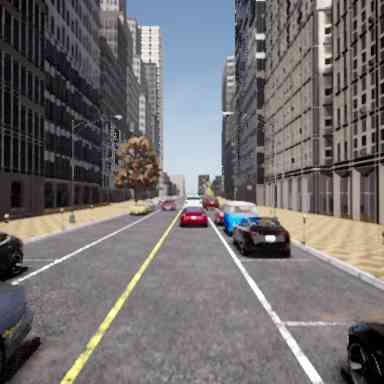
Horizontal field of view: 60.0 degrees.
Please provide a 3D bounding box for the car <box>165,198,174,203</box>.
[{"bbox_3d":[-5.571,2.043,81.895,1.802,1.307,4.206,0,0,0],"label":"car"}]

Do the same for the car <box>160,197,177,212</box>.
[{"bbox_3d":[-3.027,1.789,43.951,1.812,1.442,4.674,0,0,0],"label":"car"}]

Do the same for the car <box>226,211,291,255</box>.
[{"bbox_3d":[2.712,1.654,13.566,1.947,1.339,4.313,0,0,0],"label":"car"}]

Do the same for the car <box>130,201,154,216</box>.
[{"bbox_3d":[-5.637,1.746,36.188,1.752,1.417,4.829,0,0,0],"label":"car"}]

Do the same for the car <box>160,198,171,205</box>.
[{"bbox_3d":[-5.588,1.971,70.512,1.947,1.339,4.313,0,0,0],"label":"car"}]

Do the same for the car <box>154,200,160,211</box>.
[{"bbox_3d":[-5.628,1.804,42.051,2.008,1.369,4.403,0,0,0],"label":"car"}]

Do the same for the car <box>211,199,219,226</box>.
[{"bbox_3d":[2.728,1.596,24.952,1.967,1.590,4.097,0,0,0],"label":"car"}]

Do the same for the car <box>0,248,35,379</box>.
[{"bbox_3d":[-3.097,1.563,2.283,2.033,1.411,5.357,0,0,0],"label":"car"}]

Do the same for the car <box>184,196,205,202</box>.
[{"bbox_3d":[0.160,1.467,41.248,2.150,2.045,5.566,0,-1,0],"label":"car"}]

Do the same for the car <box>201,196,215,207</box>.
[{"bbox_3d":[2.778,1.661,59.105,2.192,1.841,5.009,0,0,0],"label":"car"}]

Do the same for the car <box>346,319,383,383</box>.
[{"bbox_3d":[2.695,1.581,2.182,1.947,1.339,4.313,0,0,0],"label":"car"}]

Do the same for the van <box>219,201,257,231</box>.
[{"bbox_3d":[2.720,1.464,19.262,1.690,1.788,3.998,0,0,0],"label":"van"}]

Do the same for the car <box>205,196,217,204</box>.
[{"bbox_3d":[2.762,1.600,47.721,2.192,1.841,5.009,0,0,0],"label":"car"}]

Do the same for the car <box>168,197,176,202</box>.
[{"bbox_3d":[-5.556,2.066,93.281,2.008,1.369,4.403,0,0,0],"label":"car"}]

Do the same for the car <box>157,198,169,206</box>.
[{"bbox_3d":[-5.596,1.927,64.820,2.008,1.369,4.403,0,0,0],"label":"car"}]

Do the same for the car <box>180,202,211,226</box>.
[{"bbox_3d":[0.135,1.718,24.630,1.994,1.385,4.181,0,0,0],"label":"car"}]

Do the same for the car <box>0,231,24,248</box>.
[{"bbox_3d":[-5.677,1.617,7.895,1.947,1.339,4.313,0,0,0],"label":"car"}]
